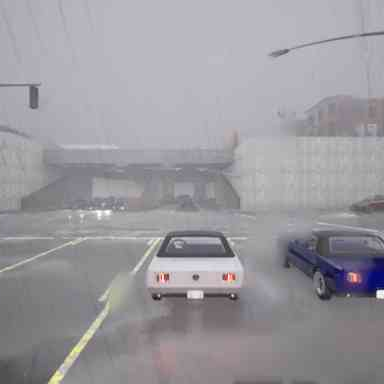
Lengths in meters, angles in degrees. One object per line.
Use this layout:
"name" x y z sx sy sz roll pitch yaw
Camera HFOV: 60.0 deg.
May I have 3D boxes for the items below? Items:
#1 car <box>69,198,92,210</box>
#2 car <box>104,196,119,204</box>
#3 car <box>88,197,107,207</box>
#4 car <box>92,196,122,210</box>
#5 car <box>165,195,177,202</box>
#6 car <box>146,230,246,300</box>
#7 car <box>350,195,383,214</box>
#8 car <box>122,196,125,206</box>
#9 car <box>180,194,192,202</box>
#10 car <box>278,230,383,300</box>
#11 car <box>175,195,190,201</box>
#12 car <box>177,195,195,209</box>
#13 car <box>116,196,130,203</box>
"car" -14.754 1.542 44.092 1.812 1.442 4.674 0 0 -2
"car" -15.172 1.549 63.142 1.812 1.442 4.674 0 0 -1
"car" -14.970 1.545 53.140 1.812 1.442 4.674 0 0 -1
"car" -11.264 1.508 44.526 2.128 1.511 4.902 0 0 -1
"car" -4.725 1.383 75.564 2.097 1.767 4.553 0 0 6
"car" 0.084 1.604 8.351 1.895 1.301 4.718 0 0 0
"car" 15.822 0.983 28.456 4.181 1.385 1.994 -7 0 0
"car" -11.495 1.567 54.164 2.033 1.411 5.357 0 0 -1
"car" -1.256 1.383 75.028 2.097 1.767 4.553 0 0 6
"car" 3.584 1.604 8.360 1.895 1.301 4.718 0 0 0
"car" -2.368 1.509 85.429 1.882 1.535 5.008 0 0 24
"car" -0.611 1.508 44.564 2.128 1.511 4.902 0 0 -1
"car" -15.314 1.567 73.800 2.033 1.411 5.357 0 0 -1
